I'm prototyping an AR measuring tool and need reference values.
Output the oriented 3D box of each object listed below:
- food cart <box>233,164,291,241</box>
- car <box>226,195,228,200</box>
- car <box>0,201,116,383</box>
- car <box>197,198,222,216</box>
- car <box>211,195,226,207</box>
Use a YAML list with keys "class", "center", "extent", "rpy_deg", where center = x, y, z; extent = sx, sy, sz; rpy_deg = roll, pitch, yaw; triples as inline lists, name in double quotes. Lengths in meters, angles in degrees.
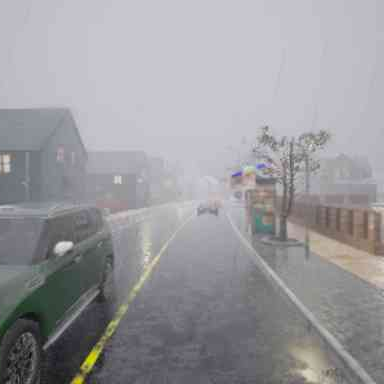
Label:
- class: "food cart"
  center: [3.520, 0.442, 17.711]
  extent: [2.280, 3.560, 4.660]
  rpy_deg: [1, 1, 3]
- class: "car"
  center: [8.270, 1.379, 86.802]
  extent: [2.033, 1.411, 5.357]
  rpy_deg: [0, 0, 14]
- class: "car"
  center: [-2.769, 1.209, 5.194]
  extent: [2.150, 2.045, 5.566]
  rpy_deg: [0, 0, 1]
- class: "car"
  center: [1.585, 1.547, 31.722]
  extent: [1.895, 1.301, 4.718]
  rpy_deg: [0, 0, 6]
- class: "car"
  center: [3.145, 1.402, 44.926]
  extent: [1.882, 1.535, 5.008]
  rpy_deg: [0, 0, 8]
